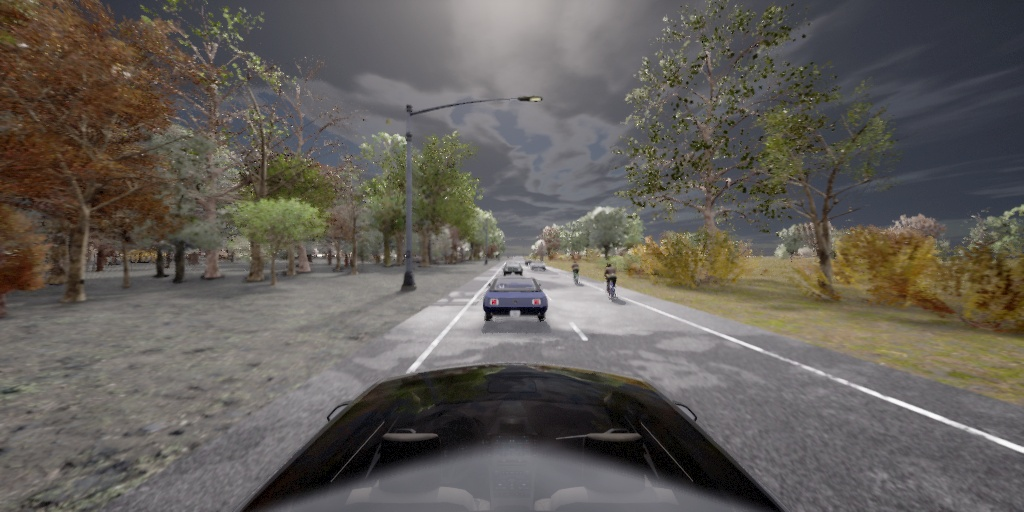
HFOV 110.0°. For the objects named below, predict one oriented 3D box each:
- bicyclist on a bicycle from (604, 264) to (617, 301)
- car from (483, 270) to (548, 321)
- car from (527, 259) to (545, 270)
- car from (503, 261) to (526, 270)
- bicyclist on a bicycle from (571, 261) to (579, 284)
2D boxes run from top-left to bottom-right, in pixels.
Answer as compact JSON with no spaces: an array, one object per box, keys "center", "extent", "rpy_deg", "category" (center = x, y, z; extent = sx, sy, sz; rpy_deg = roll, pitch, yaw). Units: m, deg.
[{"center":[4.465,1.179,16.252],"extent":[0.582,1.620,1.656],"rpy_deg":[0,0,0],"category":"bicyclist on a bicycle"},{"center":[0.096,1.333,12.415],"extent":[1.895,1.301,4.718],"rpy_deg":[0,0,0],"category":"car"},{"center":[3.595,1.272,50.499],"extent":[1.895,1.301,4.718],"rpy_deg":[0,0,0],"category":"car"},{"center":[0.095,1.296,35.162],"extent":[1.895,1.301,4.718],"rpy_deg":[0,0,0],"category":"car"},{"center":[4.464,1.165,25.200],"extent":[0.582,1.620,1.656],"rpy_deg":[0,0,0],"category":"bicyclist on a bicycle"}]
